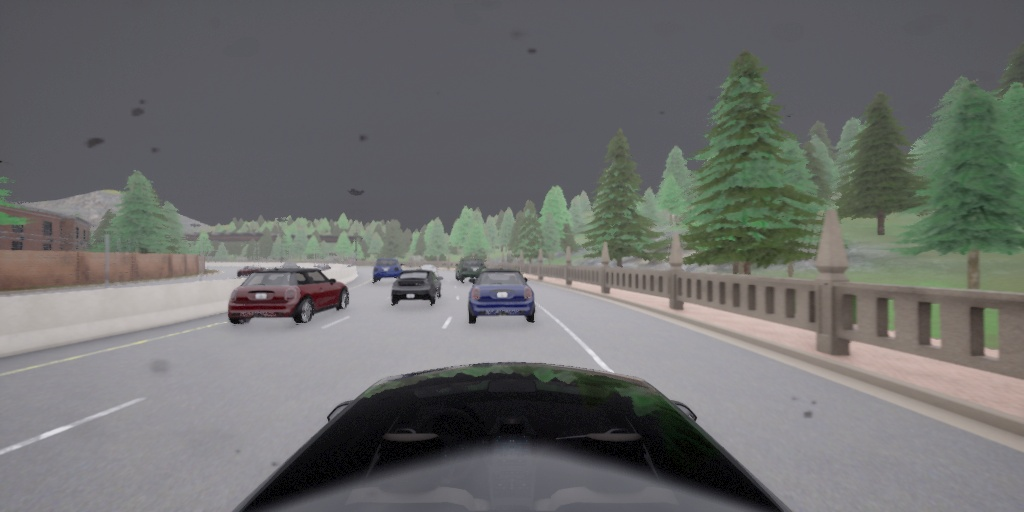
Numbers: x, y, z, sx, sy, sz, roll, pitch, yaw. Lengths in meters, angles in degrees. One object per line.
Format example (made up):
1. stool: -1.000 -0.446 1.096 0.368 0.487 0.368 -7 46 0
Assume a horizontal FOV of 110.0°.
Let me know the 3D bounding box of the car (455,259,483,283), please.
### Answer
1. car: -3.693 1.253 31.660 2.150 2.045 5.566 0 -1 -15

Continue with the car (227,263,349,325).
1. car: -7.448 1.204 12.506 2.097 1.767 4.553 0 -1 -5

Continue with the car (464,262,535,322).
1. car: -0.470 1.207 12.914 2.097 1.767 4.553 0 -1 -5

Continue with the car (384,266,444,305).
1. car: -4.407 1.399 16.973 1.837 1.490 4.892 0 -1 -7

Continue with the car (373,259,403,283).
1. car: -10.906 1.254 31.567 2.150 2.045 5.566 0 -1 -15
